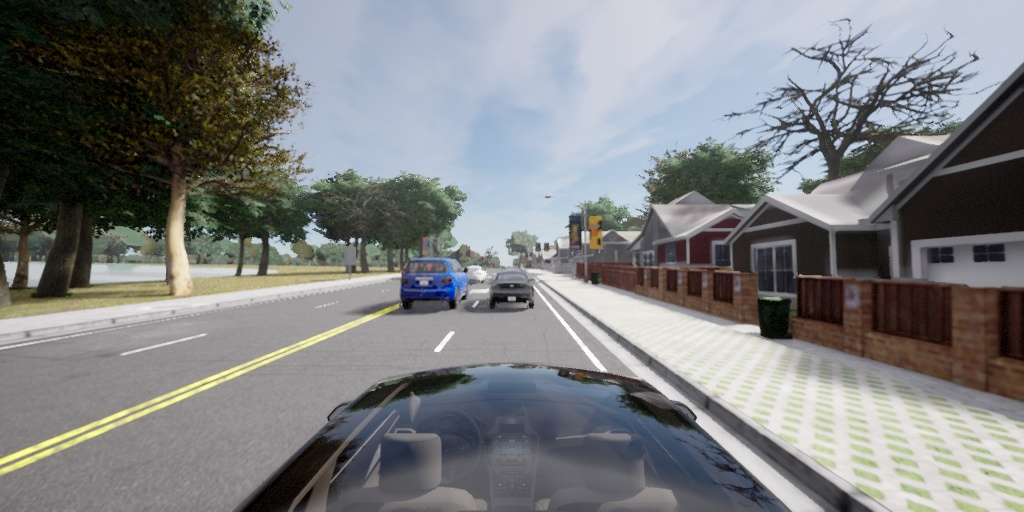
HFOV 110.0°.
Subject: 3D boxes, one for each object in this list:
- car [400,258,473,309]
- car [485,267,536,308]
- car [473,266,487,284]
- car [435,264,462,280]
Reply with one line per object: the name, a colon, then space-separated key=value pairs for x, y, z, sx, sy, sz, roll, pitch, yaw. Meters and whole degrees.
car: x=-3.249 y=1.116 z=15.931 sx=2.150 sy=2.045 sz=5.566 roll=0 pitch=0 yaw=0
car: x=0.004 y=1.411 z=16.183 sx=1.837 sy=1.490 sz=4.892 roll=0 pitch=0 yaw=0
car: x=-3.245 y=1.606 z=31.276 sx=1.812 sy=1.442 sz=4.674 roll=0 pitch=-1 yaw=0
car: x=-6.510 y=1.637 z=37.151 sx=1.882 sy=1.535 sz=5.008 roll=0 pitch=-1 yaw=0
